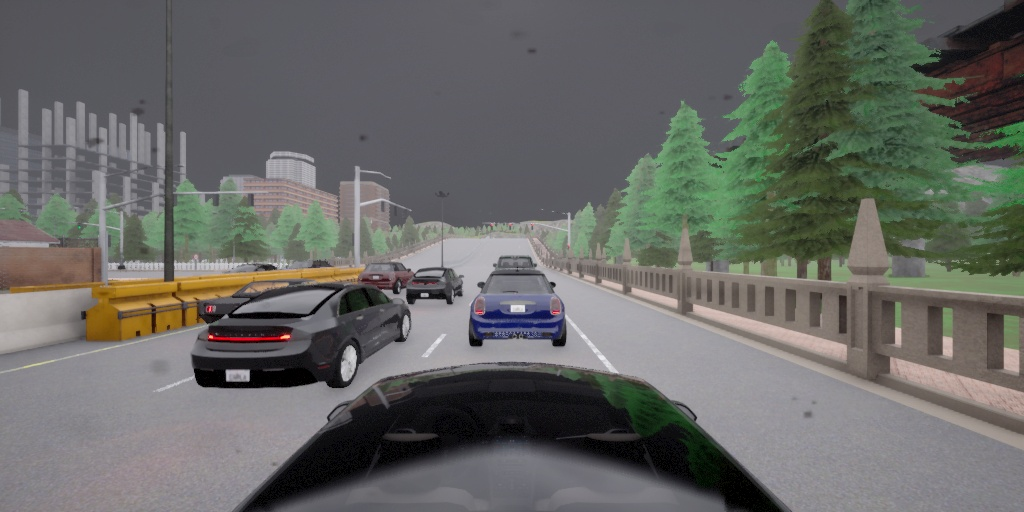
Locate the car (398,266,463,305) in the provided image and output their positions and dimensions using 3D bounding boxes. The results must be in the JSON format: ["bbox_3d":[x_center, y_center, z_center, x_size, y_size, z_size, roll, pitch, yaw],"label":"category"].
[{"bbox_3d":[-3.348,1.255,16.187,1.837,1.490,4.892,0,0,0],"label":"car"}]

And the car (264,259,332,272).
[{"bbox_3d":[-13.919,1.024,24.175,2.097,1.767,4.553,0,0,0],"label":"car"}]

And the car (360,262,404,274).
[{"bbox_3d":[-6.881,1.102,20.175,2.097,1.767,4.553,0,0,-1],"label":"car"}]

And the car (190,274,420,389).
[{"bbox_3d":[-3.383,1.253,6.868,1.837,1.490,4.892,0,0,0],"label":"car"}]

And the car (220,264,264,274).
[{"bbox_3d":[-17.420,1.278,24.094,1.837,1.490,4.892,0,0,0],"label":"car"}]

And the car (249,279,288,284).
[{"bbox_3d":[-6.865,1.351,11.183,1.895,1.301,4.718,0,0,0],"label":"car"}]

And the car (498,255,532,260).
[{"bbox_3d":[0.162,0.972,18.996,2.150,2.045,5.566,0,0,0],"label":"car"}]

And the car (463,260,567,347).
[{"bbox_3d":[0.125,1.102,9.506,2.097,1.767,4.553,0,0,0],"label":"car"}]
